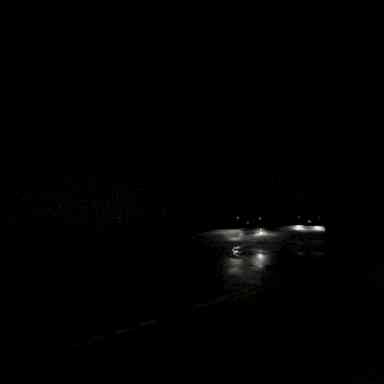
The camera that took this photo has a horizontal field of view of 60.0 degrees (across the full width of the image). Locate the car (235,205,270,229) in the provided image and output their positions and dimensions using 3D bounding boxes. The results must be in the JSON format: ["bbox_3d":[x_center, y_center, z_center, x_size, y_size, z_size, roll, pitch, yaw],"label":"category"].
[{"bbox_3d":[4.249,1.628,22.849,1.812,1.442,4.674,0,0,20],"label":"car"}]

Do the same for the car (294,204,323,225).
[{"bbox_3d":[8.791,1.642,25.290,2.033,1.411,5.357,0,0,17],"label":"car"}]
